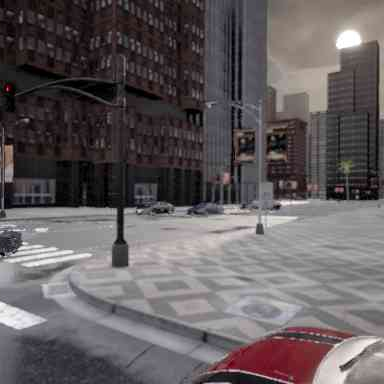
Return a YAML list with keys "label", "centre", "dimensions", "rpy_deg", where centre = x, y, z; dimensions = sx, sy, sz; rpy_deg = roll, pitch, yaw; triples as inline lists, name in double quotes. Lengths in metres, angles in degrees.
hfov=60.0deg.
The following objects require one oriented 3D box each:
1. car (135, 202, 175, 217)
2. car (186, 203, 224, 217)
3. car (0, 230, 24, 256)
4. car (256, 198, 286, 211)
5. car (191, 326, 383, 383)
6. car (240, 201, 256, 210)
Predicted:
- label: "car"
  centre: [-3.731, 1.741, 34.384]
  dimensions: [2.128, 1.511, 4.902]
  rpy_deg: [1, -1, 35]
- label: "car"
  centre: [1.557, 1.888, 36.244]
  dimensions: [2.033, 1.411, 5.357]
  rpy_deg: [1, 0, 35]
- label: "car"
  centre: [-7.423, 1.561, 10.280]
  dimensions: [2.033, 1.411, 5.357]
  rpy_deg: [0, -1, 2]
- label: "car"
  centre: [12.217, 2.132, 51.201]
  dimensions: [1.882, 1.535, 5.008]
  rpy_deg: [1, -1, 35]
- label: "car"
  centre: [1.732, 1.443, 1.727]
  dimensions: [4.097, 1.590, 1.967]
  rpy_deg: [0, 0, 35]
- label: "car"
  centre: [9.194, 2.143, 52.569]
  dimensions: [1.994, 1.385, 4.181]
  rpy_deg: [1, -1, 35]
